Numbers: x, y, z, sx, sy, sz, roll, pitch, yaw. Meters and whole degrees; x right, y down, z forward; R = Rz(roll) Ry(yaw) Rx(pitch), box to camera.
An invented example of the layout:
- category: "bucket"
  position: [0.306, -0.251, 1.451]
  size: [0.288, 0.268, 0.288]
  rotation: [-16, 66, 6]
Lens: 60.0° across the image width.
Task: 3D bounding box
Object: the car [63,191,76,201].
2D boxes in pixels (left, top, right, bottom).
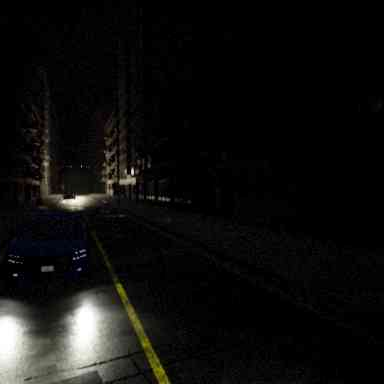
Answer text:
- category: "car"
  position: [-21.661, 0.557, 58.824]
  size: [2.097, 1.767, 4.553]
  rotation: [-1, 1, -20]

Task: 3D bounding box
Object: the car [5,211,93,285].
- category: "car"
  position: [-3.981, 1.361, 9.568]
  size: [1.882, 1.535, 5.008]
  rotation: [-1, 1, -20]
